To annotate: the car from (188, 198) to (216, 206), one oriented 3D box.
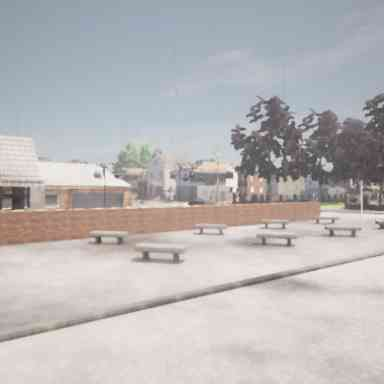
[{"bbox_3d":[1.589,1.584,48.242,2.033,1.411,5.357,0,0,-35],"label":"car"}]
